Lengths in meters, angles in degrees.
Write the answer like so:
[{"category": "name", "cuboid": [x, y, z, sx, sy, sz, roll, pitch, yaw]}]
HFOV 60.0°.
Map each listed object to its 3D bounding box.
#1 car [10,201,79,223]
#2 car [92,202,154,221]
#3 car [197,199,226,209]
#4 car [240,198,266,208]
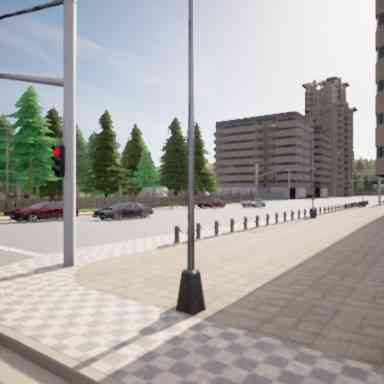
[{"category": "car", "cuboid": [-11.076, 1.435, 25.273, 1.882, 1.535, 5.008, 0, 0, 36]}, {"category": "car", "cuboid": [-5.465, 1.511, 27.107, 2.033, 1.411, 5.357, 0, 0, 36]}, {"category": "car", "cuboid": [2.613, 1.558, 44.392, 1.895, 1.301, 4.718, 0, 0, 36]}, {"category": "car", "cuboid": [8.666, 1.564, 46.778, 1.895, 1.301, 4.718, 0, 0, 36]}]
